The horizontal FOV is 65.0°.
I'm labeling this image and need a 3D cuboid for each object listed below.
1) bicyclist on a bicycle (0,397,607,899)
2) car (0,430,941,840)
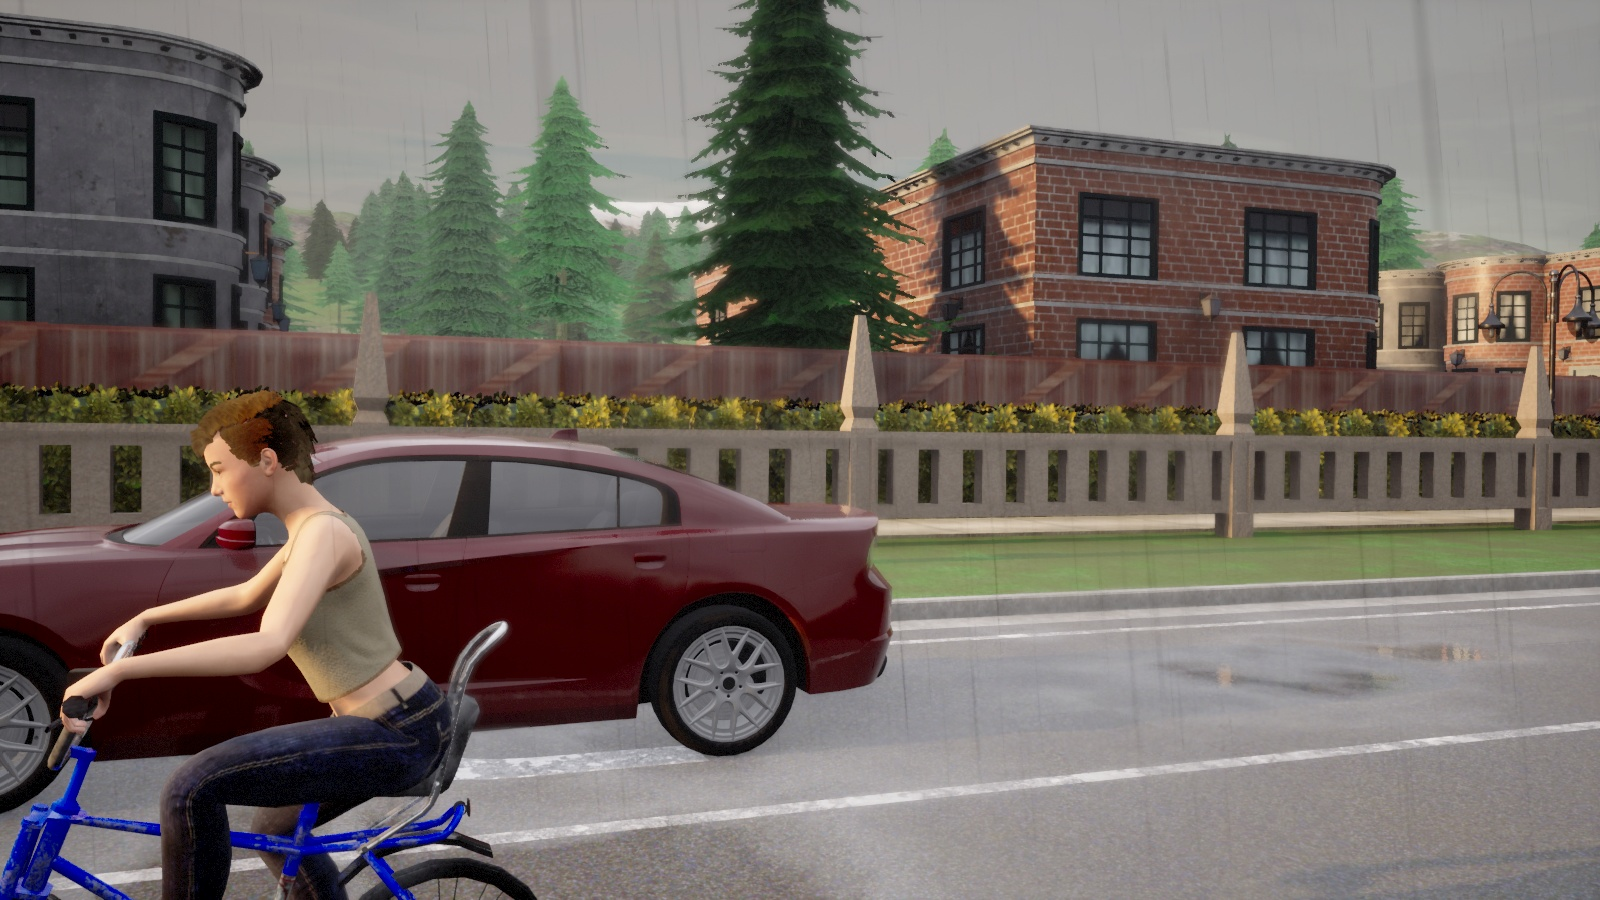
[{"bbox_3d":[-1.262,0.703,2.754,1.509,1.612,0.866,-1,1,-20],"label":"bicyclist on a bicycle"},{"bbox_3d":[-1.981,0.696,6.232,5.008,1.535,1.882,-1,1,-21],"label":"car"}]
